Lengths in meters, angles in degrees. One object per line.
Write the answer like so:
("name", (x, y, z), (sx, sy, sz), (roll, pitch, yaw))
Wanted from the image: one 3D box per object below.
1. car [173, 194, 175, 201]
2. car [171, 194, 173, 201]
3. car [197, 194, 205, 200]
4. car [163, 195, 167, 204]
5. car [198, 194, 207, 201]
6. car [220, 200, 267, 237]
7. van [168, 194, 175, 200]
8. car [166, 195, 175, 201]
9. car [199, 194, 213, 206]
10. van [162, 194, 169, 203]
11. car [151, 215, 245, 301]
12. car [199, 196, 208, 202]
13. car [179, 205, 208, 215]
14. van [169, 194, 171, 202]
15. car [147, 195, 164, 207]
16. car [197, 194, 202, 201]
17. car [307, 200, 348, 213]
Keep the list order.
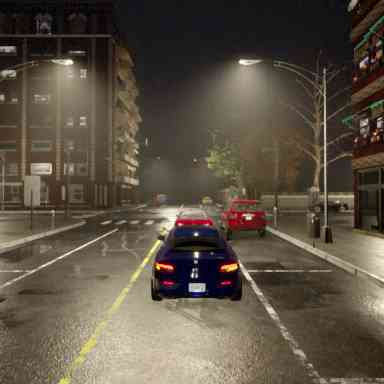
("car", (-5.782, 1.610, 78.306), (2.008, 1.369, 4.403), (1, 0, 0))
("car", (-5.775, 1.635, 72.767), (1.802, 1.307, 4.206), (1, 0, 0))
("car", (2.579, 1.395, 94.923), (2.192, 1.841, 5.009), (1, 0, 0))
("car", (-5.753, 1.619, 56.151), (1.802, 1.307, 4.206), (1, 0, 0))
("car", (2.594, 1.381, 83.848), (2.192, 1.841, 5.009), (1, 0, 0))
("car", (2.683, 1.323, 18.126), (2.192, 1.841, 5.009), (1, 0, 0))
("van", (-5.801, 1.421, 94.922), (1.690, 1.788, 3.998), (1, 0, 0))
("car", (-5.798, 1.624, 89.383), (2.008, 1.369, 4.403), (1, 0, 0))
("car", (2.628, 1.562, 56.327), (1.752, 1.417, 4.829), (1, 0, 0))
("van", (-5.756, 1.383, 61.690), (1.690, 1.788, 3.998), (1, 0, 0))
("car", (0.090, 1.529, 8.193), (1.812, 1.442, 4.674), (0, 0, 0))
("car", (2.597, 1.626, 78.309), (1.947, 1.339, 4.313), (1, 0, 0))
("car", (0.076, 1.609, 17.936), (1.895, 1.301, 4.718), (0, 0, 0))
("van", (-5.763, 1.388, 67.229), (1.690, 1.788, 3.998), (1, 0, 0))
("car", (-5.745, 1.614, 50.614), (1.802, 1.307, 4.206), (1, 0, 0))
("car", (2.605, 1.604, 72.770), (2.008, 1.369, 4.403), (1, 0, 0))
("car", (15.163, 1.609, 37.176), (4.313, 1.339, 1.947), (0, -1, 0))
